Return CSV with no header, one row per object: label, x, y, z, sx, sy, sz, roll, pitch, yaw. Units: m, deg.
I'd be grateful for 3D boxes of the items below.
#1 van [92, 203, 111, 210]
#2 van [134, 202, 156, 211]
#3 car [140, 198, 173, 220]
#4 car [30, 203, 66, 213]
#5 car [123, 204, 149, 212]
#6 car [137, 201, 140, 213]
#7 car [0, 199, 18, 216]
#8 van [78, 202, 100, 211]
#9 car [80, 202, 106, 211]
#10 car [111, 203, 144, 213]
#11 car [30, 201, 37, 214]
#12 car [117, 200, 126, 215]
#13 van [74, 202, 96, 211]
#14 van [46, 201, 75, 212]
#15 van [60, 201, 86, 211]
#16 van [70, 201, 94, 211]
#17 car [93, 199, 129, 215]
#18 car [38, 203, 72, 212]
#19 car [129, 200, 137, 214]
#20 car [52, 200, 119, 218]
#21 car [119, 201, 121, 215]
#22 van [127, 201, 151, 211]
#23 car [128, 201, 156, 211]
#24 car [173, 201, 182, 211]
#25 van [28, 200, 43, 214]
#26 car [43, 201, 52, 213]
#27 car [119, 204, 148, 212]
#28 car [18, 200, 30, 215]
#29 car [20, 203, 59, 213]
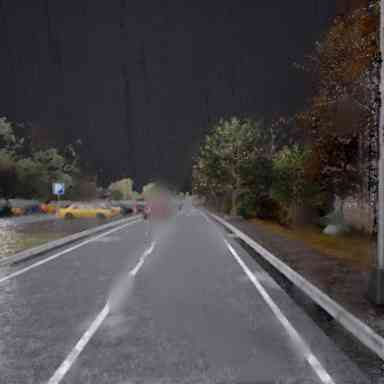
van,-23.758,3.865,87.560,4.442,1.987,1.878,0,-3,0
van,-10.411,3.142,73.741,4.442,1.987,1.878,0,-3,0
car,-3.441,1.639,33.028,2.150,2.045,5.566,0,-1,0
car,-23.556,2.611,54.486,5.008,1.535,2.097,0,-2,0
car,-10.504,2.947,62.652,4.674,1.452,2.002,0,-2,0
car,-10.470,2.445,48.780,4.674,1.452,2.002,0,-2,0
car,-23.549,1.767,37.887,5.566,2.045,2.435,0,-2,0
van,-23.731,3.286,76.494,4.442,1.987,1.878,0,-3,0
car,-23.593,3.405,79.263,5.566,2.045,2.435,0,-3,0
car,-10.487,2.605,54.330,5.008,1.535,2.097,0,-2,0
car,-23.528,2.211,43.411,4.892,1.521,2.231,0,-2,0
car,-10.447,2.013,37.688,5.008,1.535,2.097,0,-2,0
van,-23.724,3.148,73.853,4.442,1.987,1.878,0,-3,0
van,-23.692,2.586,60.030,4.442,1.987,1.878,0,-2,0
van,-23.471,2.786,65.567,4.442,1.987,1.878,0,-2,0
van,-23.484,2.996,70.954,4.442,1.987,1.878,0,-3,0
car,-10.479,1.981,40.467,4.553,1.767,2.185,0,-2,0
car,-23.562,2.712,57.254,4.892,1.521,2.231,0,-2,0
car,-10.426,1.953,43.242,5.566,2.045,2.435,0,-2,0
car,-10.242,1.849,32.150,5.366,1.575,1.946,0,-2,0
car,-10.440,1.930,34.917,4.892,1.521,2.231,0,-2,0
van,-10.391,2.781,65.436,4.442,1.987,1.878,0,-2,0
car,-10.549,2.971,70.969,5.566,2.045,2.435,0,-3,0
car,-3.472,3.096,74.241,2.150,2.045,5.566,0,-3,0
van,-23.658,2.085,46.188,4.442,1.987,1.878,0,-2,0
car,-23.517,2.285,48.953,4.553,1.767,2.185,0,-2,0
car,-10.465,2.836,59.877,4.792,1.488,2.163,0,-2,0
car,-23.343,2.109,40.646,5.366,1.575,1.946,0,-2,0
car,-23.549,2.506,51.592,5.008,1.535,2.097,0,-2,0
